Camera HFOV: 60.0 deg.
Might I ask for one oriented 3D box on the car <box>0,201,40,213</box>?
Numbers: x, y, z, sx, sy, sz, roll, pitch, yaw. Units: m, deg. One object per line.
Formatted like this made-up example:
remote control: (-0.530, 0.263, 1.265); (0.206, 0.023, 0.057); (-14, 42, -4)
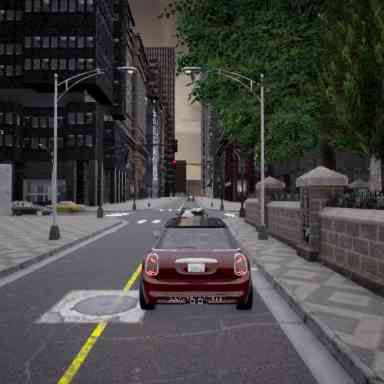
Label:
car: (-20.249, 1.708, 38.552); (4.403, 1.369, 2.008); (0, -1, 0)

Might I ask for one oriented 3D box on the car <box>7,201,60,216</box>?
car: (-14.744, 1.518, 30.019); (4.403, 1.369, 2.008); (0, -1, 0)

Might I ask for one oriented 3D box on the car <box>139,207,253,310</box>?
car: (0.070, 1.357, 7.985); (2.097, 1.767, 4.553); (0, 0, 0)

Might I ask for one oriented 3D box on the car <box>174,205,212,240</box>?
car: (0.033, 1.541, 18.112); (1.812, 1.442, 4.674); (0, 0, 0)

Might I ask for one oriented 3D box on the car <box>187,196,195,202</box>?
car: (-0.288, 1.725, 81.283); (1.812, 1.442, 4.674); (0, 0, 0)

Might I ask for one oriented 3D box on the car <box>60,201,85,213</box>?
car: (-14.906, 1.676, 38.543); (4.829, 1.417, 1.752); (0, -1, 0)
